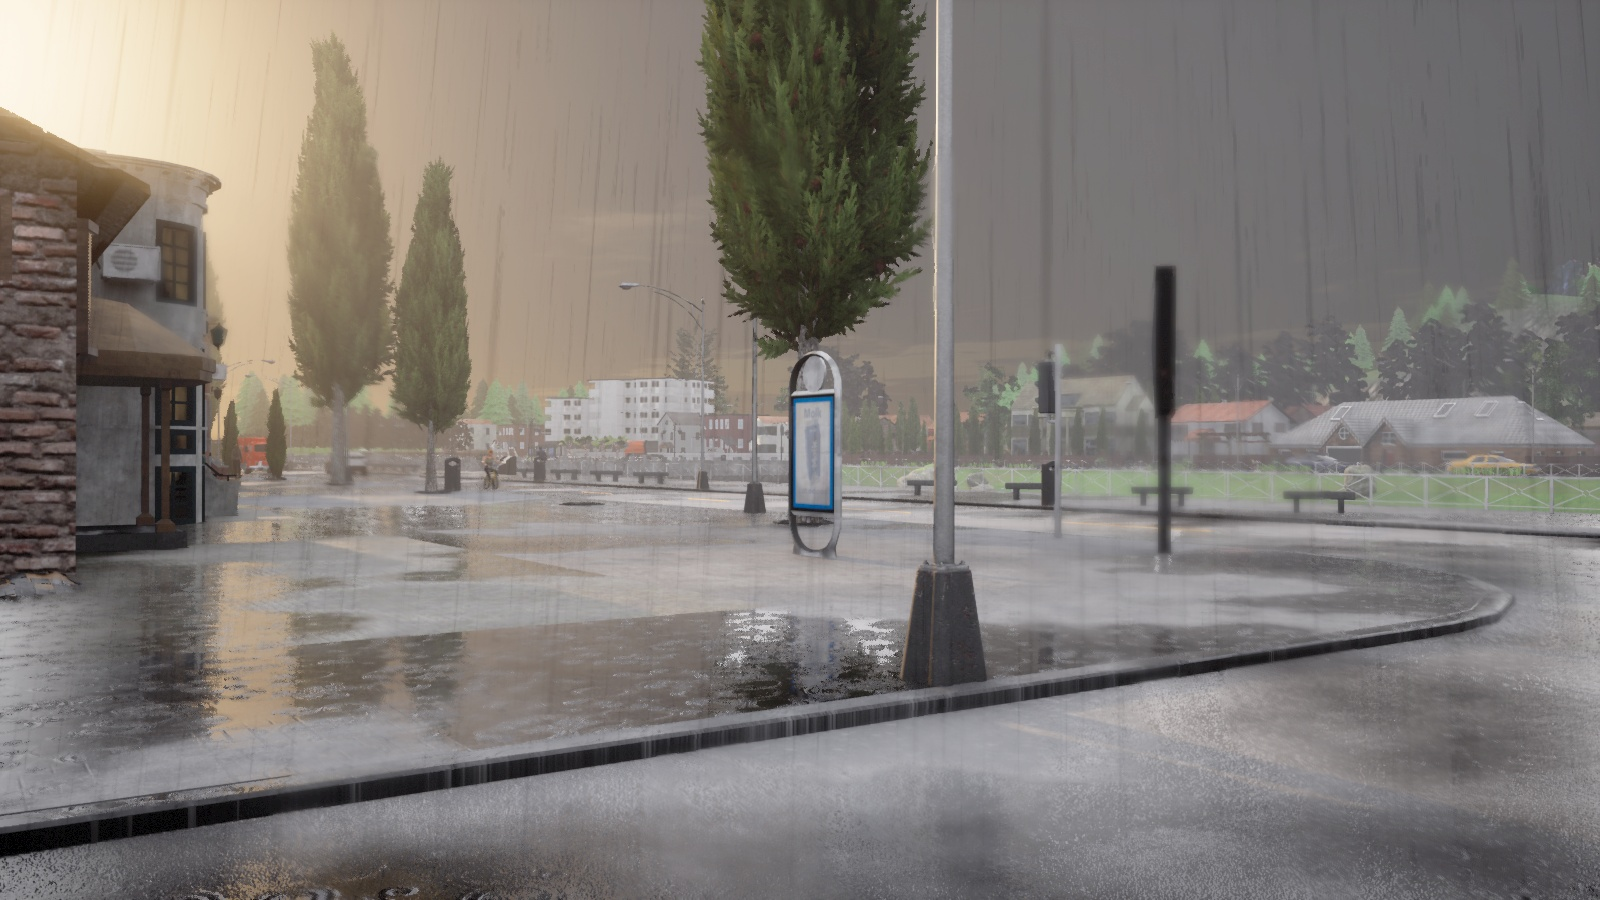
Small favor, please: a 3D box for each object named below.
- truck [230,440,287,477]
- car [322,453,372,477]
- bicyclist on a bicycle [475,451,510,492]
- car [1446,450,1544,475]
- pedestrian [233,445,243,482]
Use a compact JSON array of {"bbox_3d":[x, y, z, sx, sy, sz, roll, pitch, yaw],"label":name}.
[{"bbox_3d":[-37.091,0.547,85.976,2.627,2.467,5.204,0,0,-34],"label":"truck"},{"bbox_3d":[-29.690,0.956,82.270,2.007,1.525,4.514,0,0,-34],"label":"car"},{"bbox_3d":[-12.199,0.829,49.764,0.866,1.612,1.509,0,0,-35],"label":"bicyclist on a bicycle"},{"bbox_3d":[45.306,0.788,82.009,1.801,1.575,5.366,0,0,-34],"label":"car"},{"bbox_3d":[-28.490,0.671,63.640,0.331,1.846,0.634,0,0,-34],"label":"pedestrian"}]
